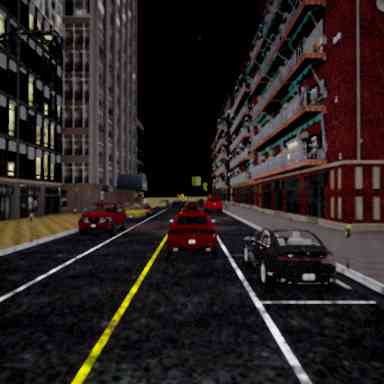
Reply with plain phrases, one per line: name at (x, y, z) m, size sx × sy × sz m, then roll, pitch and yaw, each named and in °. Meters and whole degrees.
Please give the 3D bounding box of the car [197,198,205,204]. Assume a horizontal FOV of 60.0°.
car at (2.506, 2.479, 92.372) m, size 2.008 × 1.369 × 4.403 m, roll 0°, pitch -1°, yaw 0°

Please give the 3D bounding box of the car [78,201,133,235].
car at (-5.326, 1.525, 20.482) m, size 2.192 × 1.841 × 5.009 m, roll 0°, pitch -1°, yaw 0°

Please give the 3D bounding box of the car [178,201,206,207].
car at (0.007, 1.821, 28.900) m, size 1.812 × 1.442 × 4.674 m, roll 0°, pitch 0°, yaw 1°

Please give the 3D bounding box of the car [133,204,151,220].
car at (-5.334, 1.846, 31.375) m, size 1.752 × 1.417 × 4.829 m, roll 0°, pitch -1°, yaw 0°

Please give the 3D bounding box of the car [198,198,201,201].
car at (2.510, 2.456, 86.845) m, size 1.802 × 1.307 × 4.206 m, roll 0°, pitch -1°, yaw 0°

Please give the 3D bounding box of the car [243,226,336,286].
car at (2.561, 1.649, 9.473) m, size 2.008 × 1.369 × 4.403 m, roll 0°, pitch -1°, yaw 0°

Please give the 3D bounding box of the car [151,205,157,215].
car at (-5.338, 1.960, 37.078) m, size 1.802 × 1.307 × 4.206 m, roll 0°, pitch -1°, yaw 0°

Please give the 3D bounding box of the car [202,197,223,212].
car at (2.951, 1.690, 45.431) m, size 2.150 × 2.045 × 5.566 m, roll 0°, pitch -1°, yaw 0°

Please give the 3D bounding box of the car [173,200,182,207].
car at (-2.800, 2.210, 65.713) m, size 2.033 × 1.411 × 5.357 m, roll 0°, pitch -1°, yaw 0°

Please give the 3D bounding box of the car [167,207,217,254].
car at (0.020, 1.624, 14.237) m, size 1.882 × 1.535 × 5.008 m, roll 0°, pitch 0°, yaw 1°

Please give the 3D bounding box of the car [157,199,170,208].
car at (-5.352, 2.122, 59.039) m, size 1.752 × 1.417 × 4.829 m, roll 0°, pitch -1°, yaw 0°

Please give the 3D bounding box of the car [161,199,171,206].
car at (-5.359, 2.232, 70.105) m, size 1.752 × 1.417 × 4.829 m, roll 0°, pitch -1°, yaw 0°
